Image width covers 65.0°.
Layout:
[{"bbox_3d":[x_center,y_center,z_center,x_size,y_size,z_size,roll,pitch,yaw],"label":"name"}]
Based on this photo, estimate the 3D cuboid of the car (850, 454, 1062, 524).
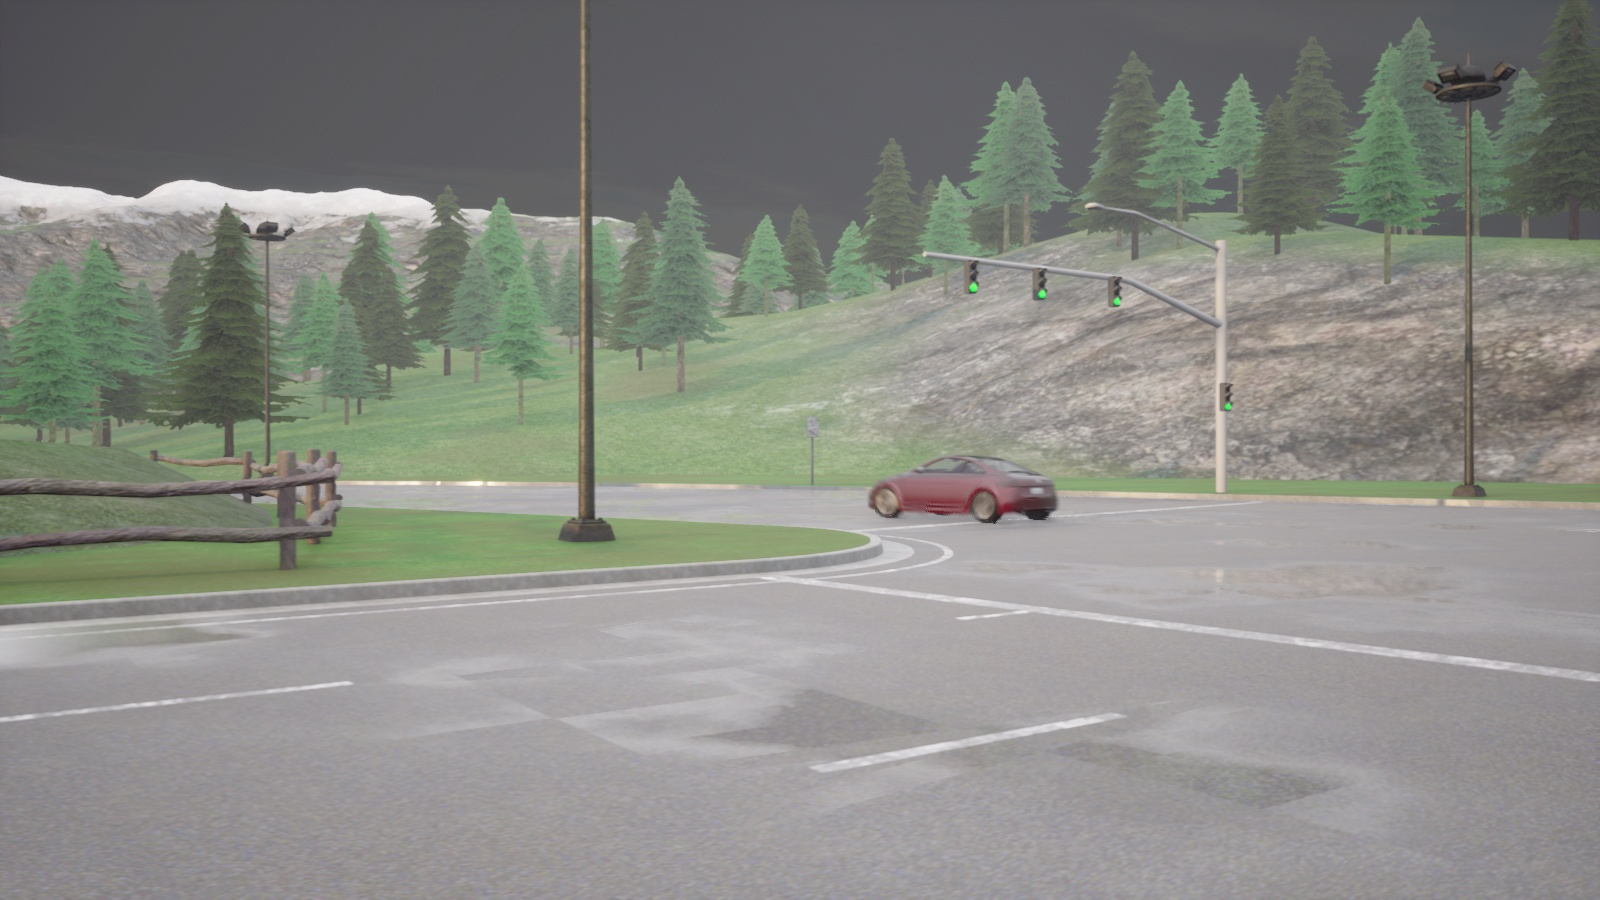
[{"bbox_3d":[3.276,0.778,26.873,1.994,1.385,4.181,0,0,-43],"label":"car"}]
